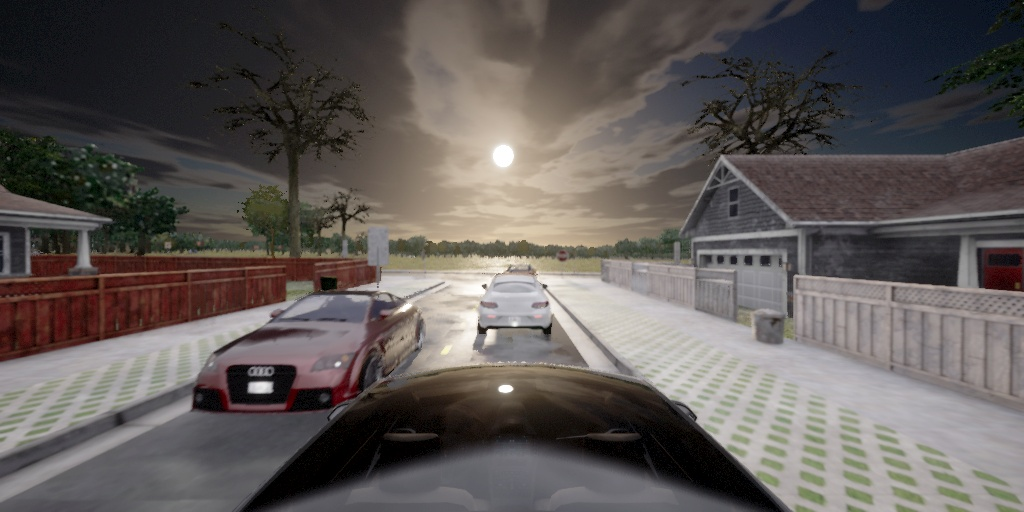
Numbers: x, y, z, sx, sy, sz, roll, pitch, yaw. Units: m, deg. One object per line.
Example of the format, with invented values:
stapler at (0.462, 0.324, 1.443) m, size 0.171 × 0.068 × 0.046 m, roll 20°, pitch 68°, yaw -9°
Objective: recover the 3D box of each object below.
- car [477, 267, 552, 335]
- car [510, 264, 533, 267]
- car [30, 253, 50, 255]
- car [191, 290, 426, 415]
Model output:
car at (0.077, 1.225, 10.189) m, size 1.812 × 1.442 × 4.674 m, roll 0°, pitch 0°, yaw 0°
car at (0.682, 1.216, 24.967) m, size 1.895 × 1.301 × 4.718 m, roll 0°, pitch 0°, yaw 9°
car at (-40.202, 0.476, 30.301) m, size 5.008 × 1.535 × 1.882 m, roll 1°, pitch 1°, yaw 0°
car at (-2.840, 1.287, 6.045) m, size 1.994 × 1.385 × 4.181 m, roll 0°, pitch 0°, yaw 0°
